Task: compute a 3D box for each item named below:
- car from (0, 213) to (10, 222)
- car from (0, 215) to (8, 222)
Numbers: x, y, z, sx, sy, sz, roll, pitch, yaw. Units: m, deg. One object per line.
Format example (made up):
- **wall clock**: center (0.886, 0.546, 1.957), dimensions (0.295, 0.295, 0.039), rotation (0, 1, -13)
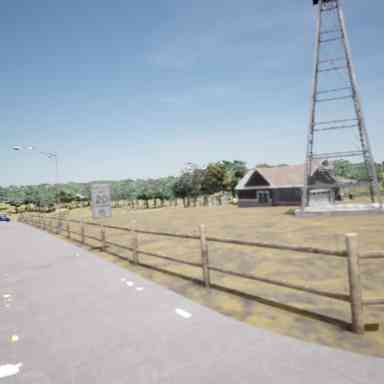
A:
- **car**: center (-39.694, 5.413, 70.081), dimensions (2.097, 1.767, 4.553), rotation (-4, -2, -31)
- **car**: center (-44.762, 6.277, 78.667), dimensions (1.837, 1.490, 4.892), rotation (-4, -2, -31)
